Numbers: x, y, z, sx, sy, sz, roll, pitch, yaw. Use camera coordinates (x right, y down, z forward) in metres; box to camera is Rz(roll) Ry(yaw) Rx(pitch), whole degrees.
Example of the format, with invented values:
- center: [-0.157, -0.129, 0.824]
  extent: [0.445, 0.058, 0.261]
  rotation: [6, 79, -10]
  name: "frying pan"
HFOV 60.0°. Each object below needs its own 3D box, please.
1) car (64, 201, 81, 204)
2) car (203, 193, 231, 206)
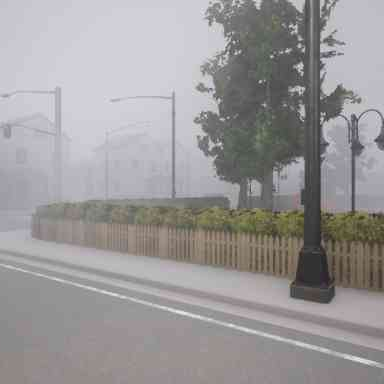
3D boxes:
- center: [-11.956, 1.563, 32.240]
  extent: [1.994, 1.385, 4.181]
  rotation: [0, 0, 35]
  name: "car"
- center: [3.528, 1.221, 48.161]
  extent: [2.150, 2.045, 5.566]
  rotation: [0, 0, 35]
  name: "car"
